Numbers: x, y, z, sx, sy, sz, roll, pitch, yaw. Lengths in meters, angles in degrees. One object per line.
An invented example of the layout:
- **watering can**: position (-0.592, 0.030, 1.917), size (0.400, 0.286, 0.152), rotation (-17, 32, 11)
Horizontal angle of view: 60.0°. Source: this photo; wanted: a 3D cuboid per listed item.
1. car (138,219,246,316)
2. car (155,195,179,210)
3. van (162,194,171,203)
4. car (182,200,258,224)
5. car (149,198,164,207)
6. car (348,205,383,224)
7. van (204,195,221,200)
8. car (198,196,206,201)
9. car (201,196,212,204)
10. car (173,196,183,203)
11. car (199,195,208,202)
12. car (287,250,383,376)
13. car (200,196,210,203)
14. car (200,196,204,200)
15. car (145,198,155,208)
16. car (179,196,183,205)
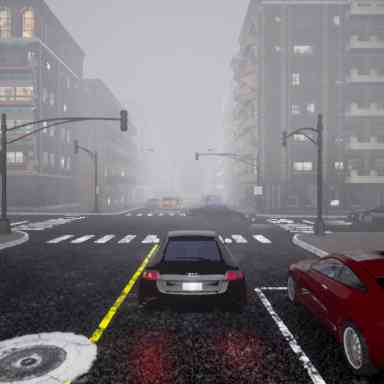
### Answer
- **car**: position (0.007, 1.564, 7.623), size (1.994, 1.385, 4.181), rotation (0, 0, 0)
- **car**: position (-3.071, 1.390, 42.251), size (2.097, 1.767, 4.553), rotation (0, 0, 0)
- **van**: position (-5.795, 1.477, 76.353), size (1.690, 1.788, 3.998), rotation (-1, 0, 0)
- **car**: position (2.158, 1.561, 24.953), size (5.357, 1.411, 2.033), rotation (0, 0, 36)
- **car**: position (-5.806, 1.631, 54.260), size (1.947, 1.339, 4.313), rotation (-1, 0, 0)
- **car**: position (14.623, 1.727, 26.199), size (4.181, 1.385, 1.994), rotation (1, 0, 0)
- **van**: position (2.839, 1.381, 43.186), size (1.690, 1.788, 3.998), rotation (-1, 0, 0)
- **car**: position (2.814, 1.767, 92.853), size (1.947, 1.339, 4.313), rotation (-1, 0, 0)
- **car**: position (2.724, 1.537, 65.245), size (1.967, 1.590, 4.097), rotation (-1, 0, 0)
- **car**: position (-2.953, 1.585, 70.896), size (1.882, 1.535, 5.008), rotation (0, 0, 0)
- **car**: position (2.782, 1.596, 81.808), size (1.967, 1.590, 4.097), rotation (-1, 0, 0)
- **car**: position (2.796, 1.582, 5.284), size (1.802, 1.307, 4.206), rotation (0, 0, 0)
- **car**: position (2.729, 1.661, 70.765), size (1.887, 1.381, 4.507), rotation (-1, 0, 0)
- **car**: position (2.753, 1.366, 48.683), size (2.192, 1.841, 5.009), rotation (-1, 0, 0)
- **car**: position (-5.810, 1.633, 48.738), size (1.802, 1.307, 4.206), rotation (-1, 0, 0)
- **car**: position (-3.048, 1.550, 57.112), size (1.882, 1.535, 5.008), rotation (0, 0, 0)
